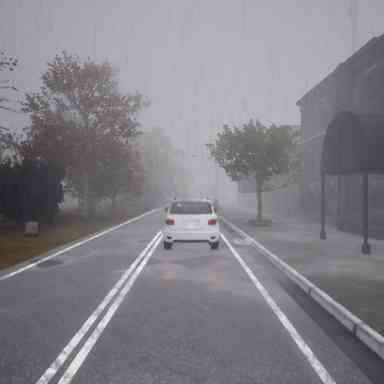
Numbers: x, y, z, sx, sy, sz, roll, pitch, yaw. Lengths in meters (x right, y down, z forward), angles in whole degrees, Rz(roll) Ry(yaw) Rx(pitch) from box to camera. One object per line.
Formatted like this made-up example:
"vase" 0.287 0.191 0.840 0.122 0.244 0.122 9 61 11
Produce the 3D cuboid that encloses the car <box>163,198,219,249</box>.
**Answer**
"car" -0.042 1.277 14.705 2.150 2.045 5.566 0 0 0

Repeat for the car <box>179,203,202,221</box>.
"car" -0.095 1.730 29.703 1.895 1.301 4.718 0 0 0

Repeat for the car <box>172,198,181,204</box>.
"car" -3.509 1.989 76.494 1.895 1.301 4.718 0 0 0
